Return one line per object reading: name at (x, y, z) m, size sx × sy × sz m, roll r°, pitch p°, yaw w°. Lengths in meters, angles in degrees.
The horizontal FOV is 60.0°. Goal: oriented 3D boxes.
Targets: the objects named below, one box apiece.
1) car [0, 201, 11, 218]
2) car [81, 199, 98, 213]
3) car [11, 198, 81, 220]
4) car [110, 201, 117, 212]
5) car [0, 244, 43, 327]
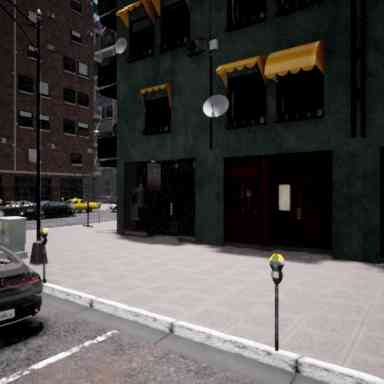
car at (-13.987, 1.344, 26.115) m, size 2.008 × 1.369 × 4.403 m, roll 1°, pitch 1°, yaw 35°
car at (-10.887, 1.244, 30.533) m, size 1.752 × 1.417 × 4.829 m, roll 1°, pitch 1°, yaw 35°
car at (-11.147, 1.341, 25.671) m, size 1.994 × 1.385 × 4.181 m, roll 0°, pitch 1°, yaw 35°
car at (-5.968, 1.143, 33.048) m, size 2.128 × 1.511 × 4.902 m, roll 0°, pitch 1°, yaw 35°
car at (-4.472, 1.550, 6.082) m, size 4.403 × 1.369 × 2.008 m, roll 0°, pitch 0°, yaw 36°
